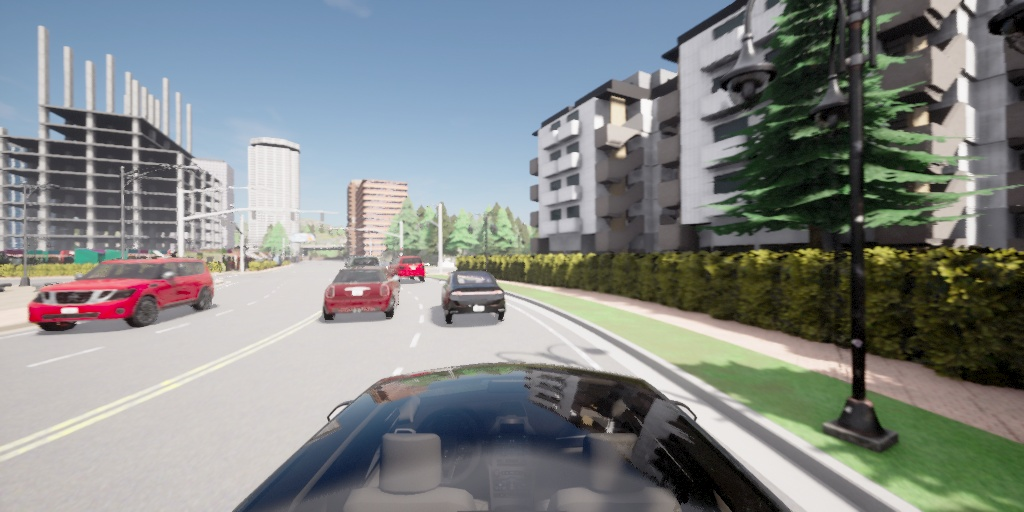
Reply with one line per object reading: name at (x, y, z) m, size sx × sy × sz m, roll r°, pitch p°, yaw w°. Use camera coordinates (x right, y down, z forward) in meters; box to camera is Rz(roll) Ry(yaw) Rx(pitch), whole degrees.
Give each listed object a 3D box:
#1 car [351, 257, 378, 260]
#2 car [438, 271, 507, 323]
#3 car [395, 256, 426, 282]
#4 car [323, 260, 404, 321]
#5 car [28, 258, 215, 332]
car at (-11.009, 1.080, 26.518) m, size 2.150 × 2.045 × 5.566 m, roll 0°, pitch 0°, yaw -28°
car at (-1.454, 1.259, 12.351) m, size 2.128 × 1.511 × 4.902 m, roll 0°, pitch 0°, yaw -13°
car at (-8.789, 1.062, 29.780) m, size 2.150 × 2.045 × 5.566 m, roll 0°, pitch 0°, yaw -28°
car at (-5.284, 1.154, 13.137) m, size 2.097 × 1.767 × 4.553 m, roll -1°, pitch 0°, yaw -14°
car at (-12.263, 1.087, 11.932) m, size 2.150 × 2.045 × 5.566 m, roll 0°, pitch 0°, yaw -17°
